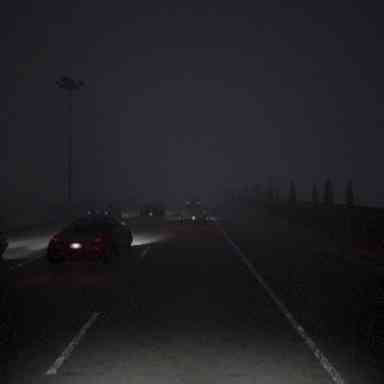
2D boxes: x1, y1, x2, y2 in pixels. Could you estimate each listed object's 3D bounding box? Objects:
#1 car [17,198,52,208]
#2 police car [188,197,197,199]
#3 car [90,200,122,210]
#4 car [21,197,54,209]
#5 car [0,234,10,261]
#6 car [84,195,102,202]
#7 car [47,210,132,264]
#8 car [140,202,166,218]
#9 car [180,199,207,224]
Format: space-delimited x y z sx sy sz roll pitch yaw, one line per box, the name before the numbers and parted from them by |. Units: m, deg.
car | -14.079 1.480 29.698 1.812 1.442 4.674 0 0 0
police car | 0.103 1.442 41.144 2.038 1.542 4.974 0 0 0
car | -6.898 1.560 26.632 1.895 1.301 4.718 0 0 0
car | -21.020 1.477 45.478 2.033 1.411 5.357 0 0 1
car | -6.900 1.587 8.760 1.895 1.301 4.718 0 0 0
car | -17.434 1.315 58.630 2.097 1.767 4.553 0 0 2
car | -3.398 1.546 11.734 1.994 1.385 4.181 0 0 0
car | -3.400 1.555 29.829 1.895 1.301 4.718 0 0 0
car | 0.102 1.489 24.259 1.812 1.442 4.674 0 0 0
